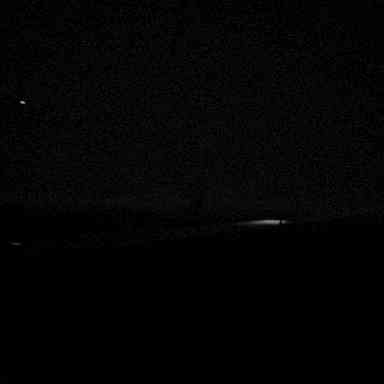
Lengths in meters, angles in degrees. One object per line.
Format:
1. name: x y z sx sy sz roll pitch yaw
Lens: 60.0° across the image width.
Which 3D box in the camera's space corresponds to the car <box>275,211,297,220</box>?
1. car: 14.058 3.526 49.854 1.895 1.301 4.718 -1 -3 35
